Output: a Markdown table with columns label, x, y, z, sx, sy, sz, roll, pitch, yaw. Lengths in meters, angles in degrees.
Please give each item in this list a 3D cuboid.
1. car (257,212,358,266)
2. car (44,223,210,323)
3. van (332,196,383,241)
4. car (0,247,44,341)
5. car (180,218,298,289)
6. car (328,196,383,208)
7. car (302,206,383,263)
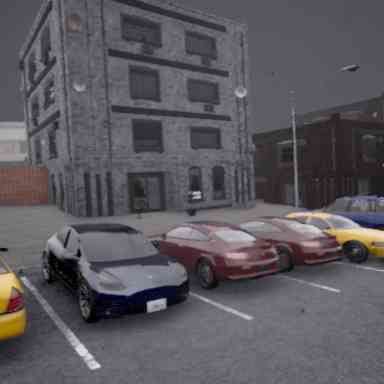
| label | x | y | z | sx | sy | sz | roll | pitch | yaw |
| --- | --- | --- | --- | --- | --- | --- | --- | --- | --- |
| car | 2.449 | 1.501 | 10.743 | 2.002 | 1.452 | 4.674 | 0 | 0 | -35 |
| car | -1.979 | 1.503 | 7.554 | 2.163 | 1.488 | 4.792 | 0 | 0 | -35 |
| van | 9.197 | 1.215 | 15.700 | 1.878 | 1.987 | 4.442 | 0 | 0 | -35 |
| car | -4.377 | 1.478 | 6.108 | 1.946 | 1.575 | 5.366 | 0 | 0 | -35 |
| car | 0.277 | 1.507 | 9.194 | 2.002 | 1.452 | 4.674 | 0 | 0 | -35 |
| car | 6.975 | 1.196 | 14.008 | 2.435 | 2.045 | 5.566 | 0 | 0 | -35 |
| car | 4.929 | 1.451 | 12.287 | 1.946 | 1.575 | 5.366 | 0 | 0 | -35 |
